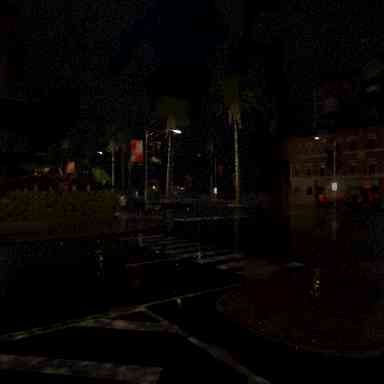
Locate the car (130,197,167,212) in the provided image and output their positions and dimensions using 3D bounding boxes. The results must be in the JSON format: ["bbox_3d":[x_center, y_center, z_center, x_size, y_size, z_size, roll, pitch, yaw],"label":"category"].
[{"bbox_3d":[-5.126,1.525,38.155,1.812,1.442,4.674,0,0,-35],"label":"car"}]

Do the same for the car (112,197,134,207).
[{"bbox_3d":[-10.974,1.525,52.574,1.812,1.442,4.674,0,0,-35],"label":"car"}]

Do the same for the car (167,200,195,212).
[{"bbox_3d":[-1.683,1.600,39.345,1.895,1.301,4.718,0,0,-35],"label":"car"}]

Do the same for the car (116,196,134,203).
[{"bbox_3d":[-13.876,1.521,68.680,1.812,1.442,4.674,0,0,-39],"label":"car"}]
